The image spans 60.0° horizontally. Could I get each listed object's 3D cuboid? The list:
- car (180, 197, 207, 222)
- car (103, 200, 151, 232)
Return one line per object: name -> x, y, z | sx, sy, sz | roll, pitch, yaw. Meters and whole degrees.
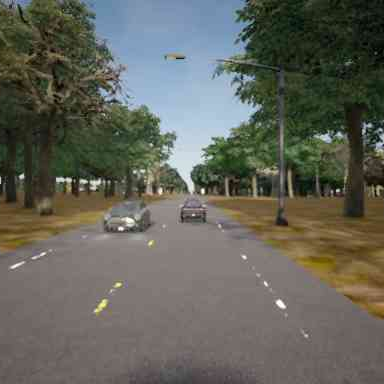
car -> 0.089, 1.380, 25.360 | 2.128, 1.511, 4.902 | 0, 0, 0
car -> -3.607, 1.265, 19.136 | 2.097, 1.767, 4.553 | 0, 0, 0
